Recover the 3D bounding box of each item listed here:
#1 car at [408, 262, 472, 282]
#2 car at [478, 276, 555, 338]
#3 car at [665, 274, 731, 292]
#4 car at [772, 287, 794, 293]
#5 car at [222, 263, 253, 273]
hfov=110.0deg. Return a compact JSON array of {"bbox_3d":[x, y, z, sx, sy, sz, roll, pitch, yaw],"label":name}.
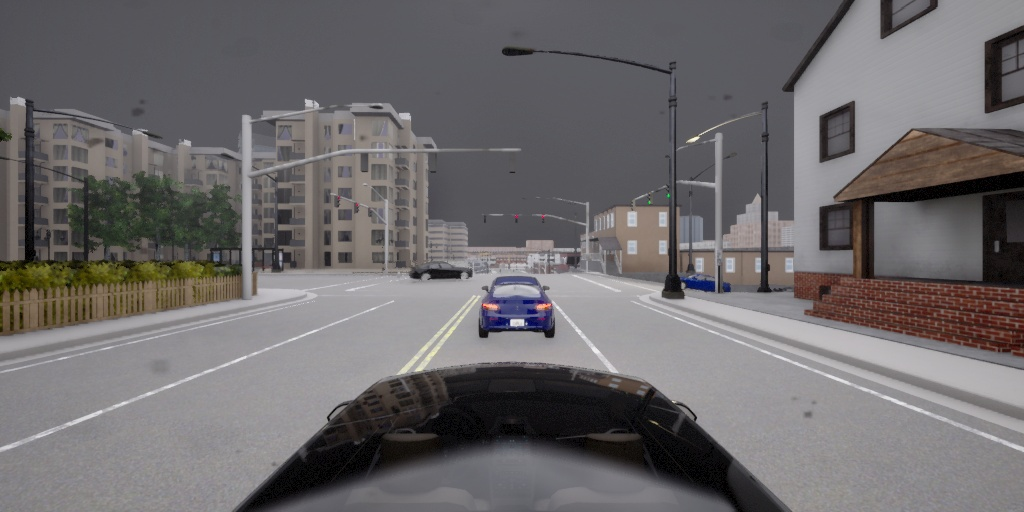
[{"bbox_3d":[-5.645,1.194,28.465,5.008,1.535,1.882,-1,1,-26],"label":"car"},{"bbox_3d":[0.107,1.276,10.055,1.812,1.442,4.674,0,0,0],"label":"car"},{"bbox_3d":[15.369,2.209,29.744,5.008,1.535,1.882,9,0,1],"label":"car"},{"bbox_3d":[21.514,3.139,25.987,4.892,1.490,1.837,8,0,0],"label":"car"},{"bbox_3d":[-21.830,1.254,26.576,4.892,1.490,1.837,0,0,1],"label":"car"}]
